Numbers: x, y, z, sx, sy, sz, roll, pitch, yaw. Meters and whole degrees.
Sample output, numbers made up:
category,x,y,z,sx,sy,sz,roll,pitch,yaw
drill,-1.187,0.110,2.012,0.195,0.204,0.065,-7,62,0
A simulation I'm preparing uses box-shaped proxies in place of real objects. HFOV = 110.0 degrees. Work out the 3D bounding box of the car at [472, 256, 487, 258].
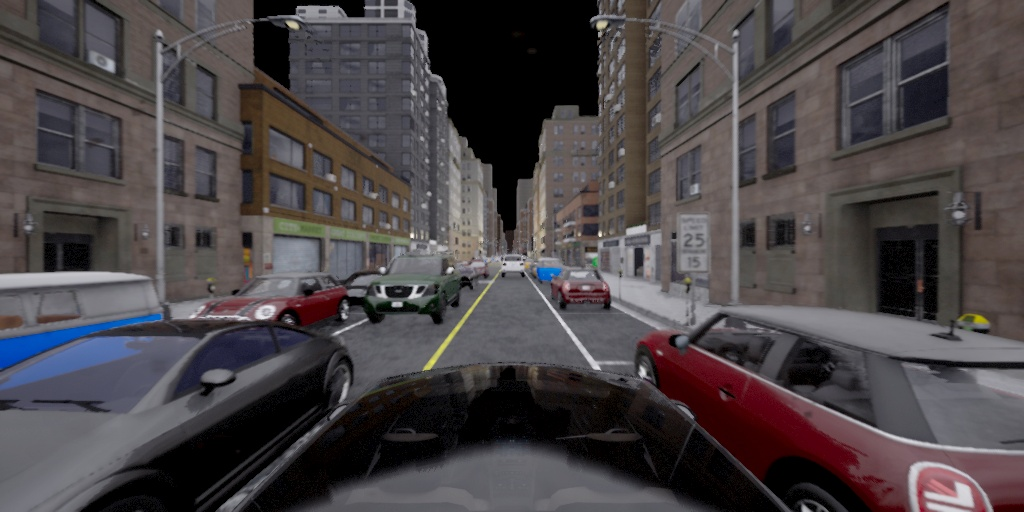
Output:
category,x,y,z,sx,sy,sz,roll,pitch,yaw
car,-5.857,0.922,60.164,2.192,1.841,5.009,0,0,0

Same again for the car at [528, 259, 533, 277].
category,x,y,z,sx,sy,sz,roll,pitch,yaw
car,2.668,1.207,31.999,1.751,1.417,4.829,0,0,0

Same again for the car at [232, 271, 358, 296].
category,x,y,z,sx,sy,sz,roll,pitch,yaw
car,-5.857,1.174,9.149,1.967,1.591,4.097,0,0,0

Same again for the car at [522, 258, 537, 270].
category,x,y,z,sx,sy,sz,roll,pitch,yaw
car,2.350,1.093,49.666,1.801,1.575,5.366,0,0,0

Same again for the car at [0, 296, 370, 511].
category,x,y,z,sx,sy,sz,roll,pitch,yaw
car,-3.101,1.311,3.123,1.994,1.385,4.181,0,0,0

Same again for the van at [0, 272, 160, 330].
category,x,y,z,sx,sy,sz,roll,pitch,yaw
van,-5.857,1.087,3.481,1.690,1.789,3.998,0,0,0

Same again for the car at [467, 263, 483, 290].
category,x,y,z,sx,sy,sz,roll,pitch,yaw
car,-3.094,1.306,22.230,1.895,1.301,4.718,0,0,0

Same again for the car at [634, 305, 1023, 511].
category,x,y,z,sx,sy,sz,roll,pitch,yaw
car,2.668,1.186,3.483,1.967,1.591,4.097,0,0,0

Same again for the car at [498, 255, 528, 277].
category,x,y,z,sx,sy,sz,roll,pitch,yaw
car,0.099,0.894,34.571,2.150,2.045,5.566,0,0,0

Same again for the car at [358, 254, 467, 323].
category,x,y,z,sx,sy,sz,roll,pitch,yaw
car,-3.096,0.949,12.438,2.150,2.045,5.566,0,0,0

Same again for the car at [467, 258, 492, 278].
category,x,y,z,sx,sy,sz,roll,pitch,yaw
car,-3.050,1.206,32.331,1.812,1.442,4.674,0,0,0

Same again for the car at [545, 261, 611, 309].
category,x,y,z,sx,sy,sz,roll,pitch,yaw
car,2.668,1.161,14.821,1.967,1.591,4.097,0,0,0

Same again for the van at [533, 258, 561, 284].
category,x,y,z,sx,sy,sz,roll,pitch,yaw
van,2.668,1.036,26.160,1.690,1.789,3.998,0,0,0

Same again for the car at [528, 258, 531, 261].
category,x,y,z,sx,sy,sz,roll,pitch,yaw
car,2.668,1.218,37.499,2.007,1.370,4.403,0,0,0
